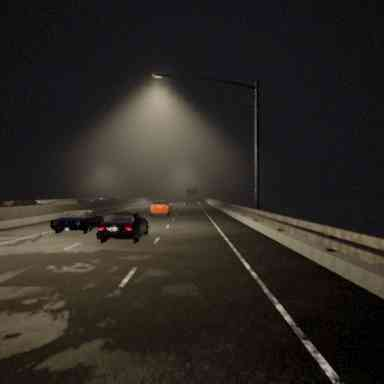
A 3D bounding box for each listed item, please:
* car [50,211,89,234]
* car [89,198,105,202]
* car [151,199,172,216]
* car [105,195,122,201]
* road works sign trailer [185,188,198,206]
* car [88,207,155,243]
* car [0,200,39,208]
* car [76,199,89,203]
[{"bbox_3d":[-6.898,1.787,20.578,1.895,1.301,4.718,0,-1,0],"label":"car"},{"bbox_3d":[-20.993,2.013,75.766,2.128,1.511,4.902,0,0,0],"label":"car"},{"bbox_3d":[-3.397,1.684,37.311,2.097,1.767,4.553,0,0,0],"label":"car"},{"bbox_3d":[-17.493,1.712,75.738,2.150,2.045,5.566,0,0,0],"label":"car"},{"bbox_3d":[0.006,1.053,68.773,2.380,3.560,2.880,0,0,0],"label":"road works sign trailer"},{"bbox_3d":[-3.400,1.703,17.137,2.033,1.411,5.357,0,-1,0],"label":"car"},{"bbox_3d":[-17.590,1.659,34.304,2.097,1.767,4.553,0,0,0],"label":"car"},{"bbox_3d":[-24.493,2.151,74.905,1.895,1.301,4.718,0,0,0],"label":"car"}]
